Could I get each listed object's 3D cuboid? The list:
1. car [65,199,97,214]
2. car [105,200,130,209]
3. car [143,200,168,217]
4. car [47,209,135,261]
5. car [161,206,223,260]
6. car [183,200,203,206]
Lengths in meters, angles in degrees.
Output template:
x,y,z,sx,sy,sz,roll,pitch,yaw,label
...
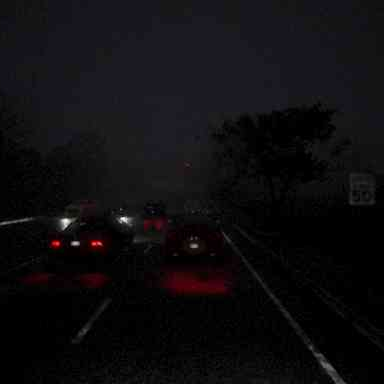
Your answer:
x,y,z,sx,sy,sz,roll,pitch,yaw,label
-10.620,1.480,32.078,1.882,1.535,5.008,0,1,0,car
-7.120,1.530,32.054,1.812,1.442,4.674,0,1,0,car
-3.428,1.506,31.441,2.128,1.511,4.902,0,1,0,car
-3.419,1.571,12.285,2.033,1.411,5.357,0,0,0,car
0.076,1.502,12.650,1.882,1.535,5.008,0,0,0,car
0.072,1.524,32.384,1.812,1.442,4.674,0,1,0,car
